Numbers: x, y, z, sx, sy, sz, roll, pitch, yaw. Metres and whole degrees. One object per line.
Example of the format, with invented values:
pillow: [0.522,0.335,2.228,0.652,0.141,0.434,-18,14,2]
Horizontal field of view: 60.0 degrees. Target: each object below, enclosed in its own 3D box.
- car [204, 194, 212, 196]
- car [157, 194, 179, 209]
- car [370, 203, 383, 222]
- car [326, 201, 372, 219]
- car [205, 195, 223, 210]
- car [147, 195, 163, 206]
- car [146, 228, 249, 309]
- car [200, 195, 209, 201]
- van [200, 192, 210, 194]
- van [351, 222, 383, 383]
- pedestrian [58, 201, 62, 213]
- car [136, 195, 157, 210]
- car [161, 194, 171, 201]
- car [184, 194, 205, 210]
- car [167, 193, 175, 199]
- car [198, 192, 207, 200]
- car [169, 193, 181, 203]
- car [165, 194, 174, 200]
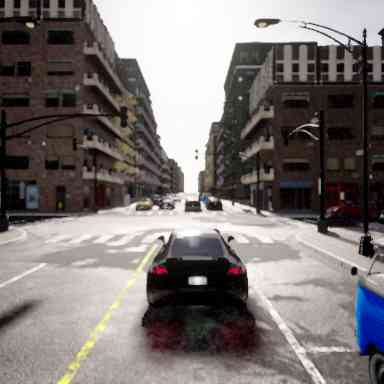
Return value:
car: [2.709,1.367,45.873,2.008,1.369,4.403,1,0,0]
car: [-3.086,1.324,41.472,2.128,1.511,4.902,0,0,0]
car: [13.541,1.495,20.033,4.313,1.339,1.947,0,-1,1]
car: [13.646,1.484,28.414,4.097,1.590,1.967,0,-1,1]
car: [2.708,1.405,40.230,1.947,1.339,4.313,1,0,0]
car: [-5.669,1.234,51.516,1.967,1.590,4.097,1,0,0]
car: [0.102,1.531,7.891,1.994,1.385,4.181,0,0,0]
car: [2.712,1.290,74.085,1.802,1.307,4.206,1,0,0]
van: [2.714,1.113,57.156,1.690,1.788,3.998,1,0,0]
van: [2.674,1.331,2.283,1.690,1.788,3.998,1,0,0]
pedestrian: [-12.535,1.459,31.667,0.500,1.100,0.500,0,-1,1]
car: [-5.671,1.365,40.061,1.752,1.417,4.829,1,0,0]
car: [-5.667,1.252,74.087,1.887,1.381,4.507,1,0,0]
car: [0.106,1.331,39.863,2.128,1.511,4.902,0,0,0]
car: [-5.663,1.084,91.014,1.967,1.590,4.097,1,0,0]
car: [2.718,0.980,85.369,2.192,1.841,5.009,1,0,0]
car: [-3.011,1.278,62.234,1.812,1.442,4.674,0,0,0]
car: [-5.666,1.216,85.372,2.008,1.369,4.403,1,0,0]
